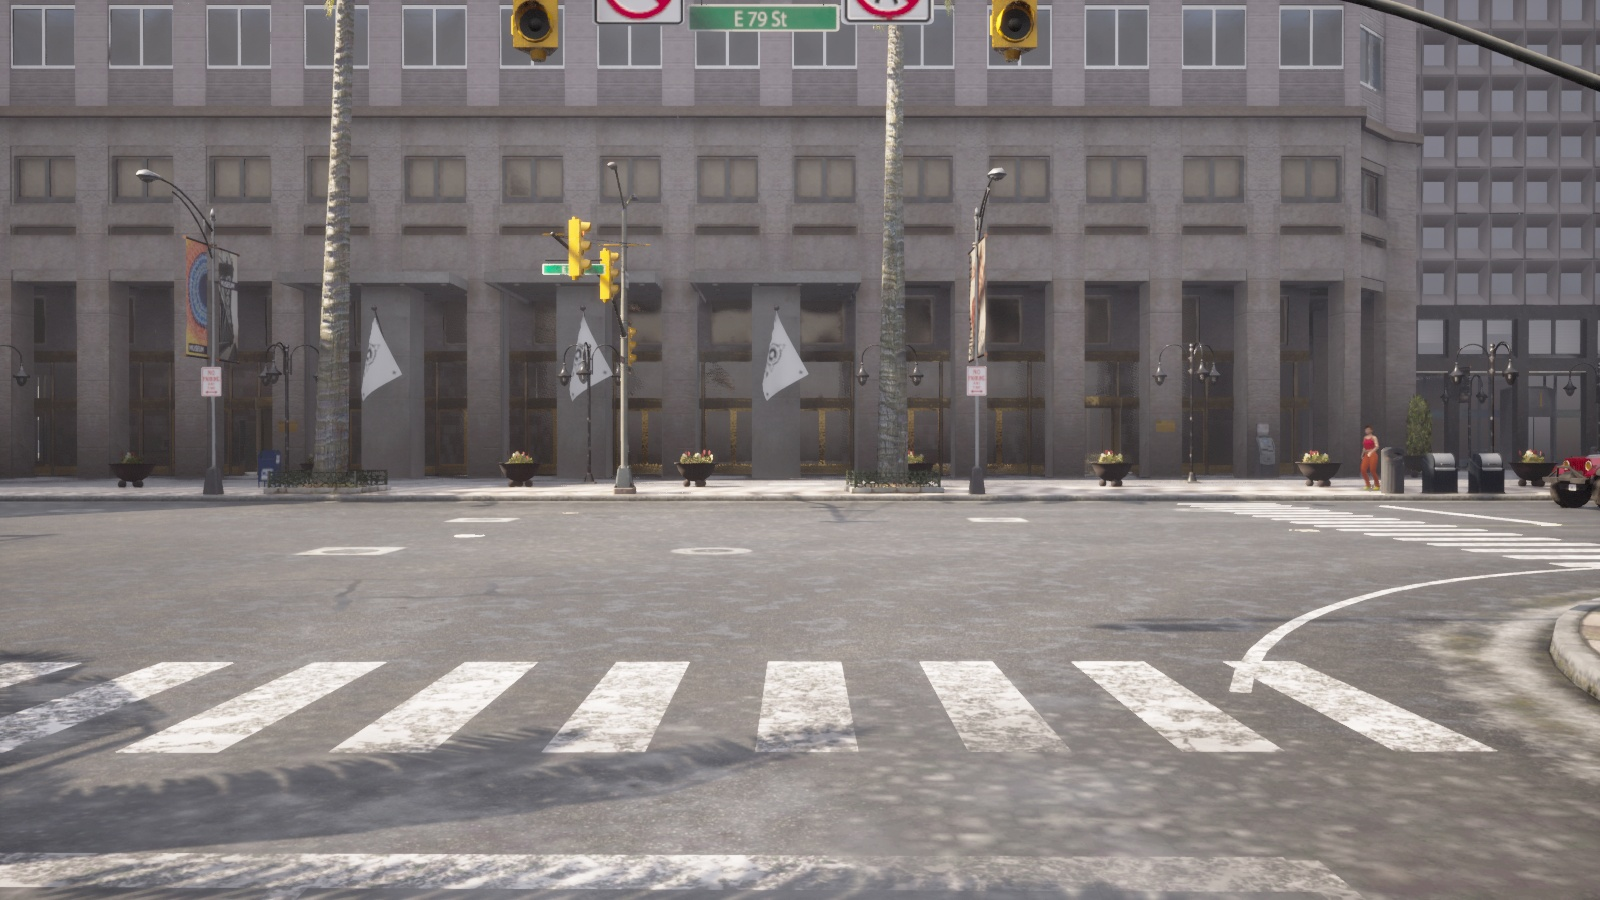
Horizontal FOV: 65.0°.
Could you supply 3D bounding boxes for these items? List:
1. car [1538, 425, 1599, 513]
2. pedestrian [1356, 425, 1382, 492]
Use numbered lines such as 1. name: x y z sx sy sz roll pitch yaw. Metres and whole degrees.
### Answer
1. car: 18.784 0.401 27.708 3.866 1.878 1.905 0 0 1
2. pedestrian: 15.718 0.220 34.696 0.594 1.836 0.345 0 0 -23
